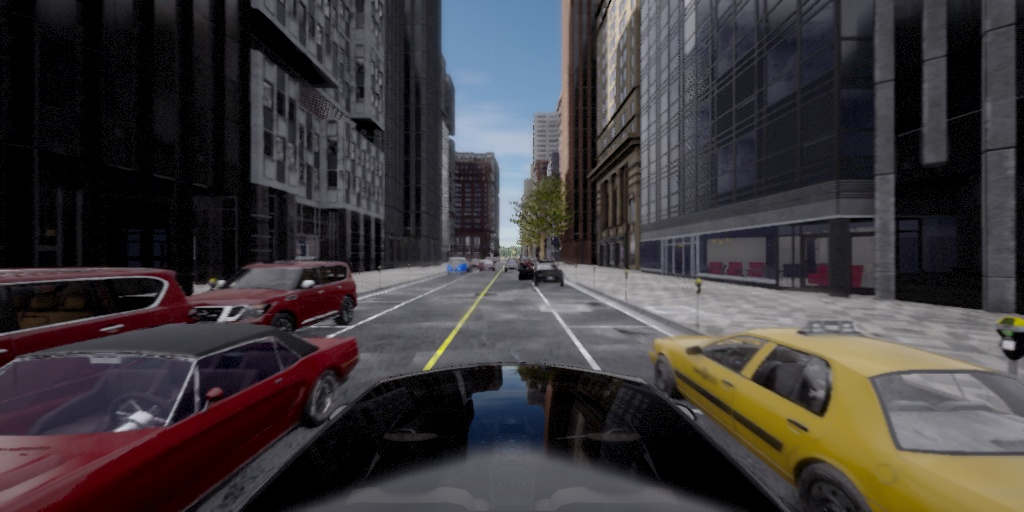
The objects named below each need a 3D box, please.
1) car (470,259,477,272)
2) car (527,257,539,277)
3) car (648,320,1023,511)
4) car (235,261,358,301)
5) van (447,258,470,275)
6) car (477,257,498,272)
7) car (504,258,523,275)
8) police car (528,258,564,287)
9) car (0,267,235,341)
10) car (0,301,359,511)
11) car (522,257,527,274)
[{"bbox_3d":[-5.671,1.291,42.824,1.948,1.339,4.313,0,0,0],"label":"car"},{"bbox_3d":[2.855,1.163,37.170,1.967,1.591,4.097,0,0,0],"label":"car"},{"bbox_3d":[2.857,1.274,3.504,1.751,1.417,4.829,0,0,0],"label":"car"},{"bbox_3d":[-5.669,1.060,8.993,2.192,1.841,5.009,0,0,0],"label":"car"},{"bbox_3d":[-5.671,1.064,37.186,1.690,1.789,3.998,0,0,0],"label":"van"},{"bbox_3d":[-3.085,1.255,46.129,1.812,1.442,4.674,0,0,0],"label":"car"},{"bbox_3d":[0.014,1.275,44.917,2.033,1.411,5.357,0,0,0],"label":"car"},{"bbox_3d":[2.364,1.153,24.584,1.930,1.638,5.238,0,0,0],"label":"police car"},{"bbox_3d":[-5.669,1.064,3.353,2.192,1.841,5.009,0,0,0],"label":"car"},{"bbox_3d":[-3.101,1.350,2.873,1.895,1.301,4.718,0,0,0],"label":"car"},{"bbox_3d":[2.854,1.046,48.449,2.192,1.841,5.009,0,0,0],"label":"car"}]
